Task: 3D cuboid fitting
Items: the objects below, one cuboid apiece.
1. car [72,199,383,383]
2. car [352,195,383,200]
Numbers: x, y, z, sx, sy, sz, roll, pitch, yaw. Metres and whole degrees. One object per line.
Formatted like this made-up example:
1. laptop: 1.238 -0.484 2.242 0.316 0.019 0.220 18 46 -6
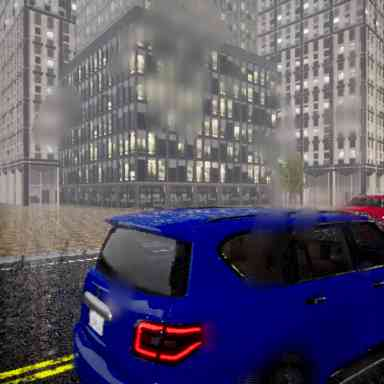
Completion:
1. car: 1.351 1.220 4.432 5.566 2.045 2.150 0 0 -36
2. car: 10.580 1.219 19.760 5.566 2.045 2.150 0 0 -38
